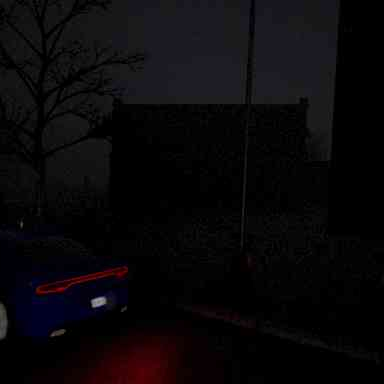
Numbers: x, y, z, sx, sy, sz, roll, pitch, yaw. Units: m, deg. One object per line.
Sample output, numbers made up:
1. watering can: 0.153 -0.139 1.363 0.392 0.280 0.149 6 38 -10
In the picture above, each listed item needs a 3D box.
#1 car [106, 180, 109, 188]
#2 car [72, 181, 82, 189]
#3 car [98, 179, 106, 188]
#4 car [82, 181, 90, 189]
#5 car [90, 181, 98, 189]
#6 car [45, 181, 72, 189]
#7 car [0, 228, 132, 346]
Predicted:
1. car: -21.031 -2.046 81.094 5.566 2.045 2.435 3 3 20
2. car: -25.797 -1.426 68.167 5.008 1.535 2.097 3 2 20
3. car: -22.931 -1.639 75.927 4.892 1.521 2.231 3 3 20
4. car: -24.836 -1.456 70.750 4.674 1.452 2.002 3 3 20
5. car: -23.848 -1.690 73.319 4.553 1.767 2.185 3 3 20
6. car: -26.714 -1.484 65.558 4.553 1.767 2.185 3 2 20
7. car: -3.318 1.434 6.417 5.008 1.535 1.882 1 1 38
